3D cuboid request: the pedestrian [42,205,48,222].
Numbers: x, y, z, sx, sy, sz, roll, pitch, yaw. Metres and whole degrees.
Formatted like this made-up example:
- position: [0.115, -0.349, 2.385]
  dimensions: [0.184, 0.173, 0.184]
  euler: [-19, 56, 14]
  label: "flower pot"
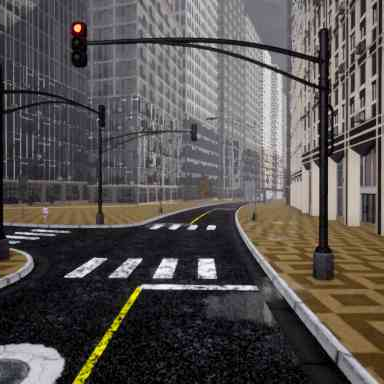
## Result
- position: [-9.295, 1.343, 21.045]
  dimensions: [0.500, 1.100, 0.500]
  euler: [0, 0, 17]
  label: "pedestrian"
